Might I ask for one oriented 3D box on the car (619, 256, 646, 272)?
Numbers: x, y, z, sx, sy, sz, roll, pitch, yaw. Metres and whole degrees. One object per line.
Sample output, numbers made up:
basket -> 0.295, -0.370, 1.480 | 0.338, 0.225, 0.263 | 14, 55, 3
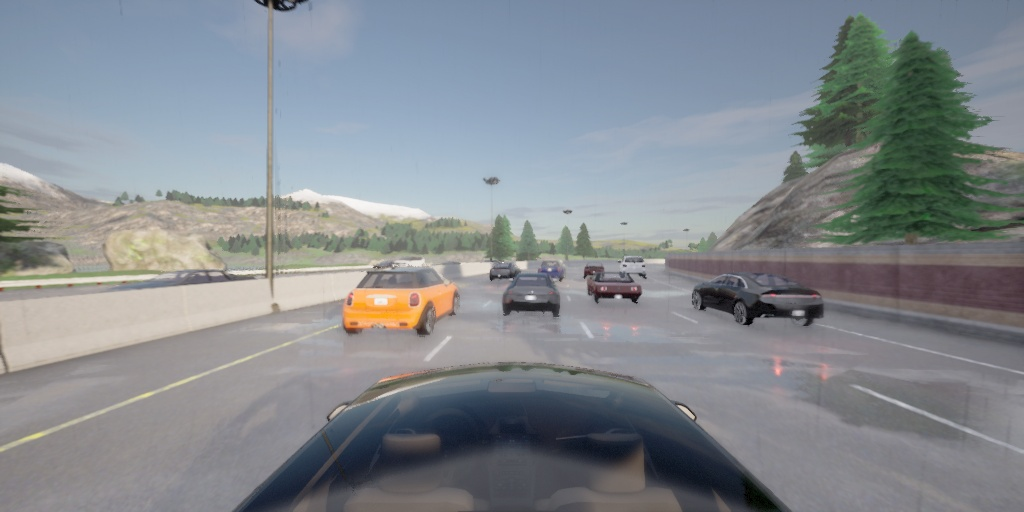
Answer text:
car -> 11.498, 1.042, 34.323 | 2.150, 2.045, 5.566 | 0, 0, 15

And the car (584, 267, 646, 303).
car -> 4.617, 1.382, 16.872 | 1.895, 1.301, 4.718 | 0, 0, 7

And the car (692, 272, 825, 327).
car -> 7.634, 1.276, 11.725 | 2.128, 1.511, 4.902 | 0, 0, 5

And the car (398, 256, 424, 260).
car -> -13.776, 0.980, 48.293 | 2.150, 2.045, 5.566 | 0, 0, 18

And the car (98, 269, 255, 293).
car -> -13.386, 1.271, 14.930 | 2.033, 1.411, 5.357 | 0, 0, 6

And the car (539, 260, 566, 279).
car -> 3.475, 1.144, 30.717 | 2.097, 1.767, 4.553 | 0, 0, 12

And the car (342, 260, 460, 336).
car -> -2.974, 1.103, 10.594 | 2.097, 1.767, 4.553 | 0, 0, 3

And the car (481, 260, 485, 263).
car -> -3.552, 1.303, 56.235 | 1.837, 1.490, 4.892 | 0, 0, 22

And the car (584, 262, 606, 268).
car -> 7.989, 1.288, 34.614 | 1.882, 1.535, 5.008 | 0, 0, 14

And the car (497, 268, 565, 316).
car -> 0.783, 1.329, 13.588 | 1.994, 1.385, 4.181 | 0, 0, 5

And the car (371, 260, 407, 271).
car -> -16.989, 1.298, 49.806 | 2.033, 1.411, 5.357 | 0, 0, 17

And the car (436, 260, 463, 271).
car -> -8.989, 1.341, 51.564 | 1.994, 1.385, 4.181 | 0, 0, 20

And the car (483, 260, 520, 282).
car -> -0.488, 1.270, 28.986 | 2.128, 1.511, 4.902 | 0, 0, 11
